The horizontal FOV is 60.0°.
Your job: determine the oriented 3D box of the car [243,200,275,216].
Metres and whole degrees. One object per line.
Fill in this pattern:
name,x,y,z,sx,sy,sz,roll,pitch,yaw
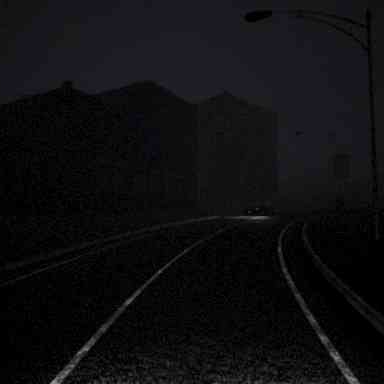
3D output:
car,6.698,1.571,33.115,1.812,1.442,4.674,-3,-2,34

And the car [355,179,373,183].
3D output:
car,42.574,-2.466,83.265,4.674,1.452,2.002,0,-5,-3

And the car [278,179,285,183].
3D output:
car,20.584,-2.647,82.355,4.553,1.767,2.185,0,-5,-2

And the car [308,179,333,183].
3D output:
car,31.518,-2.540,82.746,4.892,1.521,2.231,0,-5,-2

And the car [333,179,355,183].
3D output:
car,37.034,-2.536,82.956,4.892,1.521,2.231,0,-5,-2
